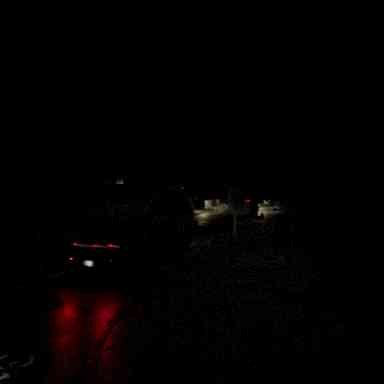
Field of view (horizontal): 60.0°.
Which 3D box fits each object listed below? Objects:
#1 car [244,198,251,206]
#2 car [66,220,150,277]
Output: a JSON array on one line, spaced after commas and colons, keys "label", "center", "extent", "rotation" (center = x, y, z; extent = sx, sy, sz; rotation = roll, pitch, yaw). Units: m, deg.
[{"label": "car", "center": [16.116, 3.121, 92.685], "extent": [1.895, 1.301, 4.718], "rotation": [1, -1, 6]}, {"label": "car", "center": [-2.119, 1.664, 10.944], "extent": [2.128, 1.511, 4.902], "rotation": [0, -1, 13]}]
